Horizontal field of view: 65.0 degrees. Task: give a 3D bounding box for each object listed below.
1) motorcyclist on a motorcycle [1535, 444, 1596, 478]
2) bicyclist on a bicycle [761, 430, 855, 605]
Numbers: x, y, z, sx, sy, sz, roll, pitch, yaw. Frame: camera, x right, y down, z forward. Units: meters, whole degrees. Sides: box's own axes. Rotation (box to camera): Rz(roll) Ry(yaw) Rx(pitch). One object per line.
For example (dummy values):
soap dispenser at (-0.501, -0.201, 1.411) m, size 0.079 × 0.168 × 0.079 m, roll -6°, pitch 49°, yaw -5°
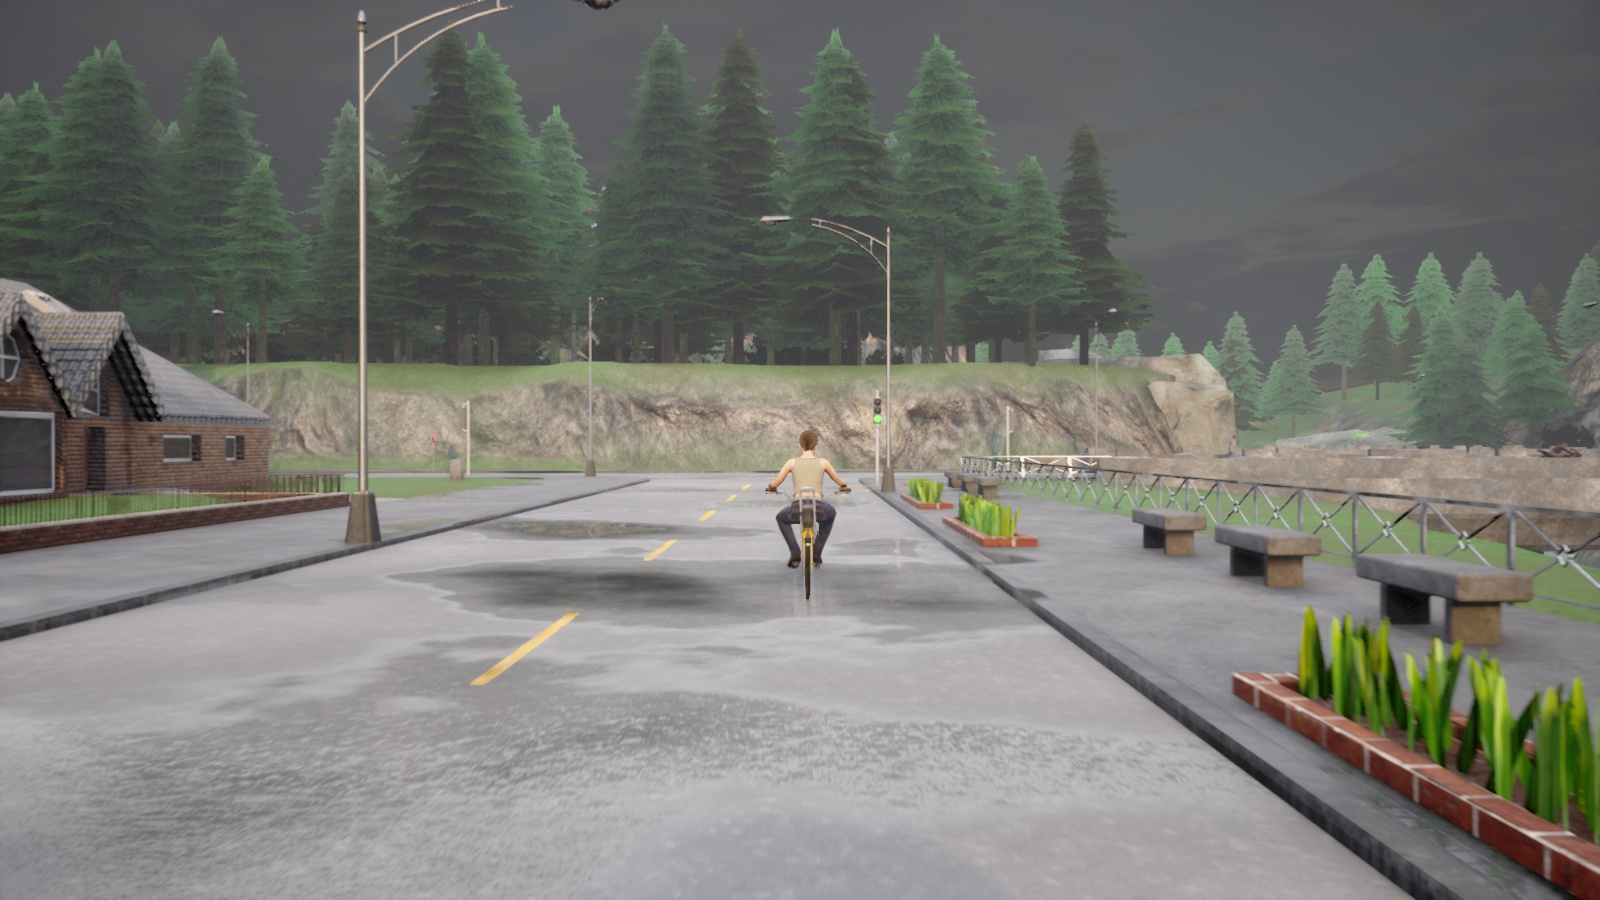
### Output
motorcyclist on a motorcycle at (34.313, 0.493, 56.313) m, size 2.191 × 1.530 × 0.866 m, roll 0°, pitch 0°, yaw 0°
bicyclist on a bicycle at (0.079, 0.614, 12.306) m, size 0.866 × 1.612 × 1.509 m, roll 0°, pitch 0°, yaw 1°
